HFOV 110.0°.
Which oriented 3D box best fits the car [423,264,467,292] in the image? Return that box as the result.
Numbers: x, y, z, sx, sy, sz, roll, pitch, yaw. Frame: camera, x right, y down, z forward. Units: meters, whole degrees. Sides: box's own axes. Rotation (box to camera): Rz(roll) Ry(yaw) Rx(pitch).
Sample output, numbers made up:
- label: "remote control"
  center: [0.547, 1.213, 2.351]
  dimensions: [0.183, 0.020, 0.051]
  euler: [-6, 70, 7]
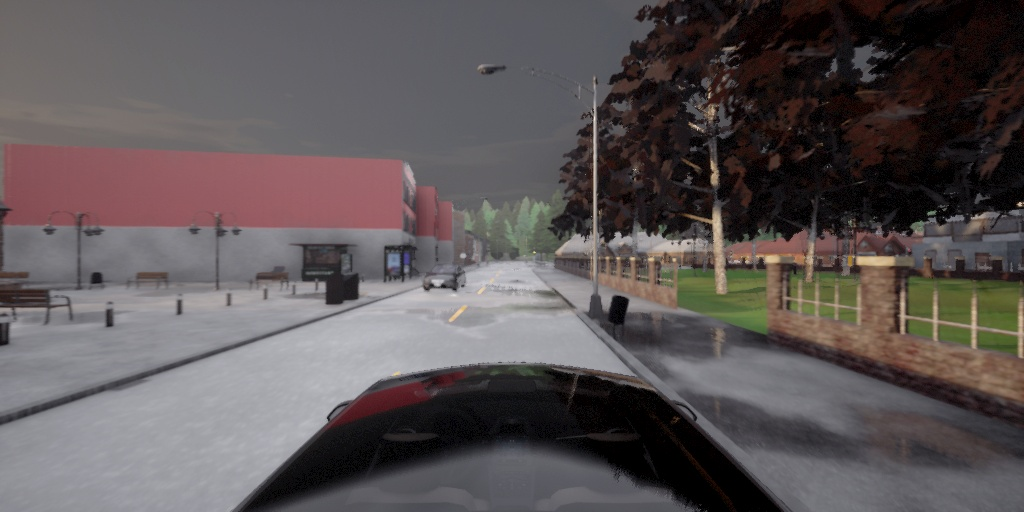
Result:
- label: "car"
  center: [-3.838, 1.238, 21.109]
  dimensions: [2.128, 1.511, 4.902]
  euler: [0, 0, 1]
